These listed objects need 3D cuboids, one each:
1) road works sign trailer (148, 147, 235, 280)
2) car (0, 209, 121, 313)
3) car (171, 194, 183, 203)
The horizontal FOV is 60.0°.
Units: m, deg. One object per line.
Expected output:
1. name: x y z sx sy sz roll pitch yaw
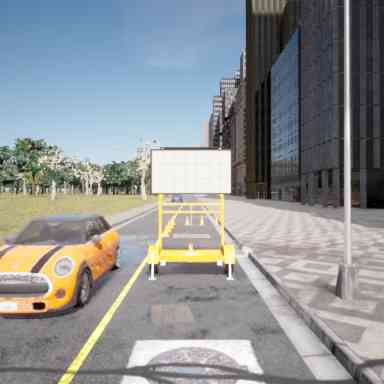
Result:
1. road works sign trailer: -0.020 0.466 9.933 2.380 3.560 2.880 0 0 0
2. car: -3.117 1.353 7.891 2.097 1.767 4.553 0 0 0
3. car: -3.143 1.247 69.588 2.150 2.045 5.566 0 0 0
